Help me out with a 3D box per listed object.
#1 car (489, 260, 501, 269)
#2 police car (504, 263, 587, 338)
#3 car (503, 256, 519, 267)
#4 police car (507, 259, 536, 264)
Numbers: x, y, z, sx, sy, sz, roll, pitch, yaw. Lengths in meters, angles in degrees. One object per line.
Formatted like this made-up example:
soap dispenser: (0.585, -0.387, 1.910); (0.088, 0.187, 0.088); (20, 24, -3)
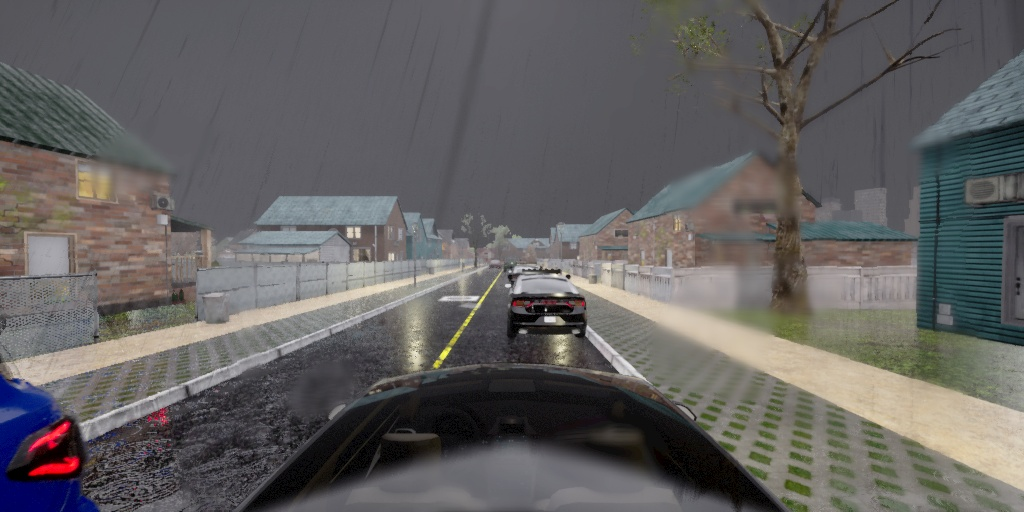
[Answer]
car: (-2.739, 1.319, 58.175); (1.882, 1.535, 5.008); (0, 0, 0)
police car: (0.827, 1.175, 10.360); (1.930, 1.638, 5.238); (0, 0, 0)
car: (0.030, 1.027, 47.008); (2.150, 2.045, 5.566); (0, 0, 0)
police car: (0.829, 1.182, 20.362); (1.930, 1.638, 5.238); (0, 0, 0)
